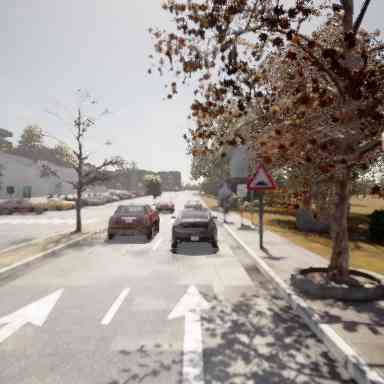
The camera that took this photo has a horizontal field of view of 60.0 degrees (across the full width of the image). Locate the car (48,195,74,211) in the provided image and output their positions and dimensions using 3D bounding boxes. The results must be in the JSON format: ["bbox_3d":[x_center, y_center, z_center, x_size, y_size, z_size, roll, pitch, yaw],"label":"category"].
[{"bbox_3d":[-16.995,1.473,38.964,5.366,1.575,1.946,-1,0,-20],"label":"car"}]

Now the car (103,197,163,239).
[{"bbox_3d":[-2.892,1.344,17.422,2.097,1.767,4.553,0,0,0],"label":"car"}]

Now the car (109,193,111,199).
[{"bbox_3d":[-16.830,1.391,57.038,4.792,1.488,2.163,-1,1,-20],"label":"car"}]

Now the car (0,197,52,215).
[{"bbox_3d":[-16.803,1.509,33.040,4.792,1.488,2.163,-1,0,-20],"label":"car"}]

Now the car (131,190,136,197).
[{"bbox_3d":[-16.762,0.795,78.076,5.566,2.045,2.435,-1,1,-20],"label":"car"}]

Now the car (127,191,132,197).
[{"bbox_3d":[-16.760,1.123,75.078,4.792,1.488,2.163,-1,1,-20],"label":"car"}]

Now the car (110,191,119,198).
[{"bbox_3d":[-16.831,1.159,63.049,4.553,1.767,2.185,-1,1,-20],"label":"car"}]

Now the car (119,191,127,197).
[{"bbox_3d":[-16.785,1.193,69.061,5.008,1.535,2.097,-1,1,-20],"label":"car"}]

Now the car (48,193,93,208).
[{"bbox_3d":[-16.794,1.206,45.056,5.566,2.045,2.435,-1,0,-20],"label":"car"}]

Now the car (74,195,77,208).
[{"bbox_3d":[-16.824,1.506,42.037,4.674,1.452,2.002,-1,0,-20],"label":"car"}]

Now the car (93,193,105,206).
[{"bbox_3d":[-16.639,1.413,51.110,5.366,1.575,1.946,-1,0,-20],"label":"car"}]

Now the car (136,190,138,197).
[{"bbox_3d":[-16.606,0.993,81.131,5.366,1.575,1.946,-1,1,-20],"label":"car"}]

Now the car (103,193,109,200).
[{"bbox_3d":[-16.836,1.142,54.036,5.566,2.045,2.435,-1,1,-20],"label":"car"}]

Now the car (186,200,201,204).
[{"bbox_3d":[0.114,1.535,33.360,2.033,1.411,5.357,0,0,0],"label":"car"}]

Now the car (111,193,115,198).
[{"bbox_3d":[-16.804,1.369,60.062,4.674,1.452,2.002,-1,0,-20],"label":"car"}]

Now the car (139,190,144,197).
[{"bbox_3d":[-16.798,0.625,90.045,5.566,2.045,2.435,-1,1,-20],"label":"car"}]

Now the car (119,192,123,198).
[{"bbox_3d":[-16.798,1.281,66.062,4.674,1.452,2.002,-1,1,-20],"label":"car"}]

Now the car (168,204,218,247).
[{"bbox_3d":[0.106,1.500,14.979,1.837,1.490,4.892,0,0,0],"label":"car"}]

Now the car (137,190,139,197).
[{"bbox_3d":[-16.950,0.957,83.998,5.366,1.575,1.946,-1,1,-20],"label":"car"}]

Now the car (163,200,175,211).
[{"bbox_3d":[-2.891,1.586,37.019,1.895,1.301,4.718,0,0,0],"label":"car"}]
